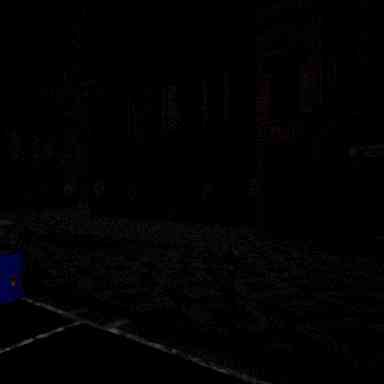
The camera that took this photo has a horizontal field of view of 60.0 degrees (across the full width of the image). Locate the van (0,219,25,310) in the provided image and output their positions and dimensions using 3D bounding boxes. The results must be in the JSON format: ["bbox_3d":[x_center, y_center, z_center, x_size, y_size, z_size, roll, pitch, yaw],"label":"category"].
[{"bbox_3d":[-4.955,1.338,6.518,3.998,1.788,1.690,0,0,36],"label":"van"}]
